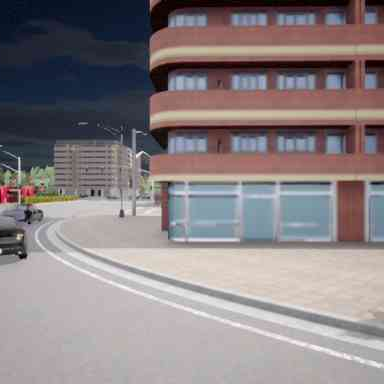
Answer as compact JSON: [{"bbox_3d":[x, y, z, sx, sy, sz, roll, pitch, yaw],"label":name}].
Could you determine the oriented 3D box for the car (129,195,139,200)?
[{"bbox_3d":[-15.683,1.422,89.320,2.033,1.411,5.357,0,0,1],"label":"car"}]

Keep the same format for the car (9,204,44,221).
[{"bbox_3d":[-12.105,1.561,23.839,2.033,1.411,5.357,0,0,-12],"label":"car"}]

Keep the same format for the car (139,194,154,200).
[{"bbox_3d":[-12.183,1.407,89.277,1.812,1.442,4.674,0,0,1],"label":"car"}]

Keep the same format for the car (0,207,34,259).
[{"bbox_3d":[-7.093,1.514,11.861,1.837,1.490,4.892,0,0,-33],"label":"car"}]
